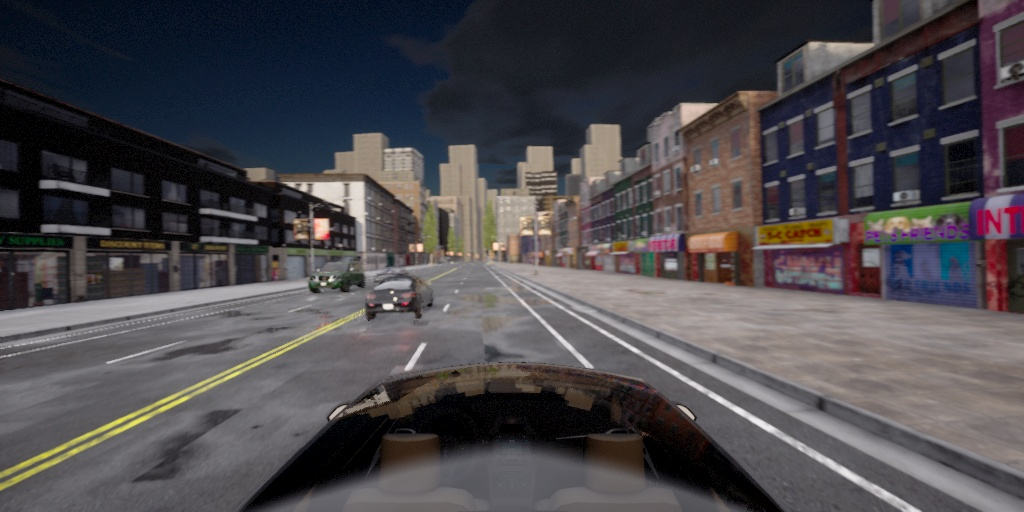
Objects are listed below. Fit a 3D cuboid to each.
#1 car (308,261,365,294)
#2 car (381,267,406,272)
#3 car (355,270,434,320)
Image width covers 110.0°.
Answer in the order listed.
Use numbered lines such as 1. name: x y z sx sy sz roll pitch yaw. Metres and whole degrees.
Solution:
1. car: -11.951 1.397 24.964 2.150 2.045 5.566 -2 0 -5
2. car: -8.860 1.589 26.839 2.128 1.511 4.902 -2 0 -5
3. car: -4.118 1.434 13.563 1.812 1.442 4.674 -2 0 -5
